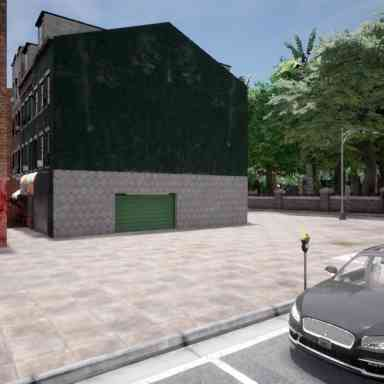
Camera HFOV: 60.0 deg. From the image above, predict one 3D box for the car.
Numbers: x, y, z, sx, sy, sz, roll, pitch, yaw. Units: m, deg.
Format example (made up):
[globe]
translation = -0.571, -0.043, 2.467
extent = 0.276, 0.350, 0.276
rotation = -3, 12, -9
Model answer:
[car]
translation = 3.344, 1.551, 5.196
extent = 4.403, 1.369, 2.008
rotation = 0, 0, -35
